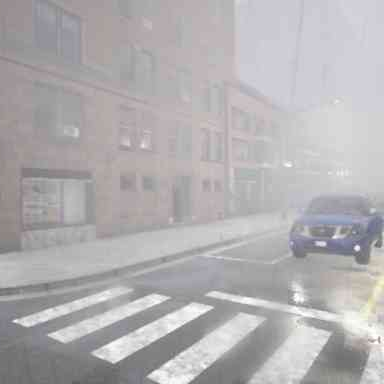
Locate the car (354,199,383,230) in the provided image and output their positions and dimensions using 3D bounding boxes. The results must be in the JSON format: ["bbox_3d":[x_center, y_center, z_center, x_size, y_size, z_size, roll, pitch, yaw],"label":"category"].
[{"bbox_3d":[11.255,1.258,20.055,1.837,1.490,4.892,-1,0,36],"label":"car"}]

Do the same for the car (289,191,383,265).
[{"bbox_3d":[5.259,1.091,11.734,2.150,2.045,5.566,-1,0,35],"label":"car"}]

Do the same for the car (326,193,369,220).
[{"bbox_3d":[12.496,1.045,26.490,2.192,1.841,5.009,0,0,36],"label":"car"}]

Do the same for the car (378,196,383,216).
[{"bbox_3d":[17.287,1.116,28.418,1.882,1.535,5.008,-1,0,36],"label":"car"}]

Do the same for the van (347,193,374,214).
[{"bbox_3d":[15.757,1.010,31.023,1.690,1.788,3.998,0,0,36],"label":"van"}]

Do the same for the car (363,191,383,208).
[{"bbox_3d":[22.277,0.865,40.091,2.192,1.841,5.009,0,0,36],"label":"car"}]
